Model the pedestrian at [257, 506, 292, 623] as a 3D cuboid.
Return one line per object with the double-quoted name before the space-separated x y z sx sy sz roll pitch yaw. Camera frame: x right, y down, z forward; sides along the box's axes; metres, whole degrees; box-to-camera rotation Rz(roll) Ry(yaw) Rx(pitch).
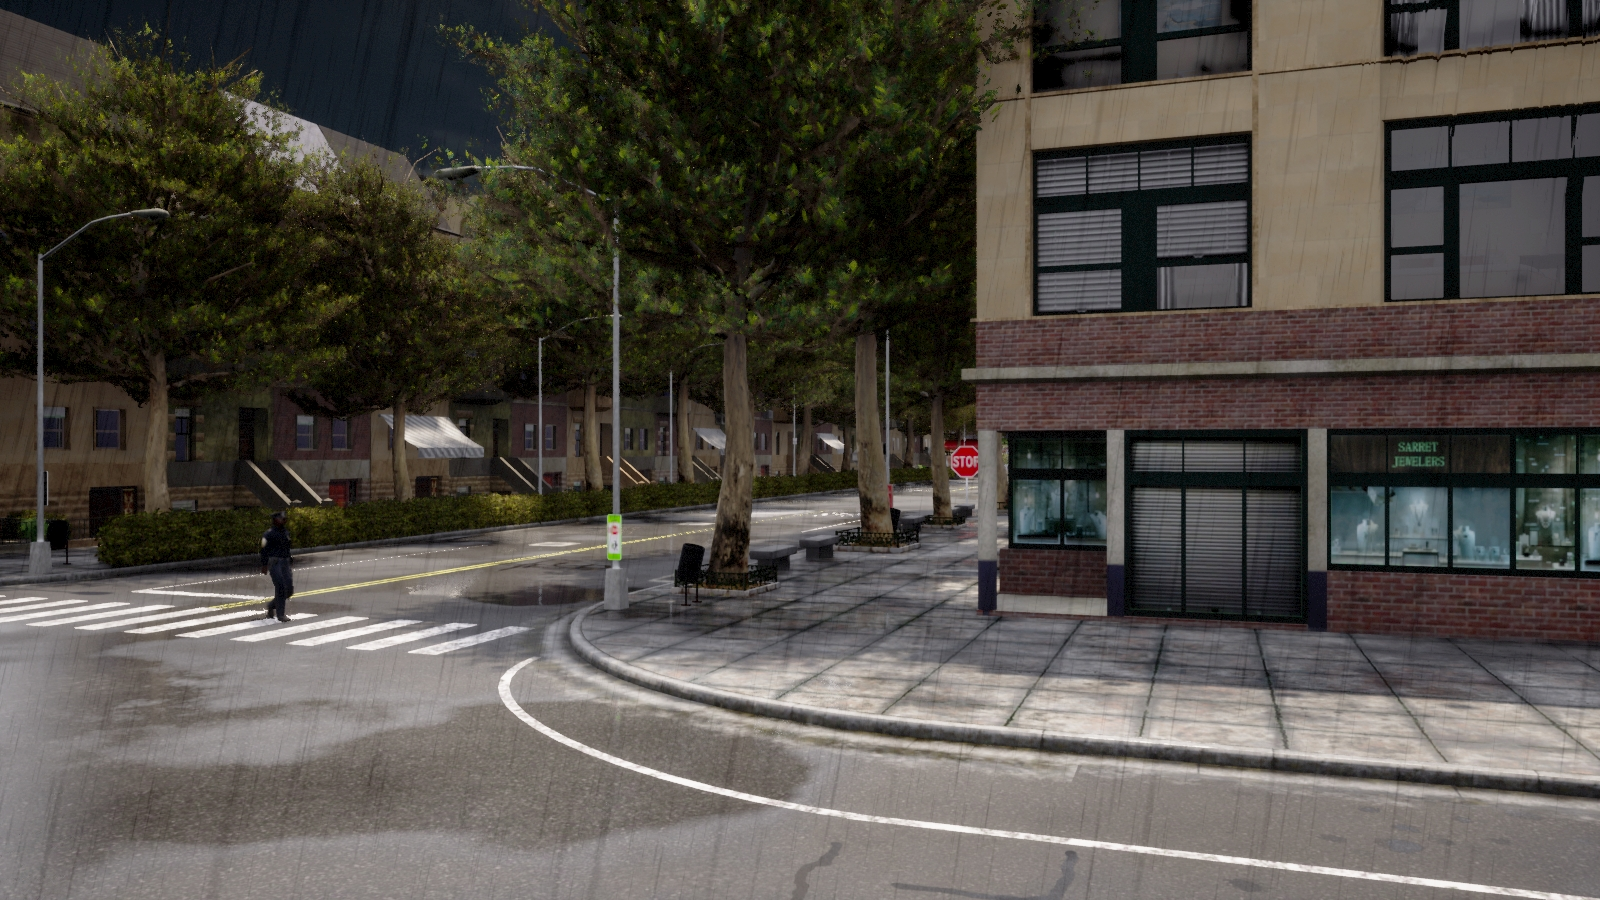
"pedestrian" -8.582 1.855 18.660 0.375 1.860 0.375 0 0 25
